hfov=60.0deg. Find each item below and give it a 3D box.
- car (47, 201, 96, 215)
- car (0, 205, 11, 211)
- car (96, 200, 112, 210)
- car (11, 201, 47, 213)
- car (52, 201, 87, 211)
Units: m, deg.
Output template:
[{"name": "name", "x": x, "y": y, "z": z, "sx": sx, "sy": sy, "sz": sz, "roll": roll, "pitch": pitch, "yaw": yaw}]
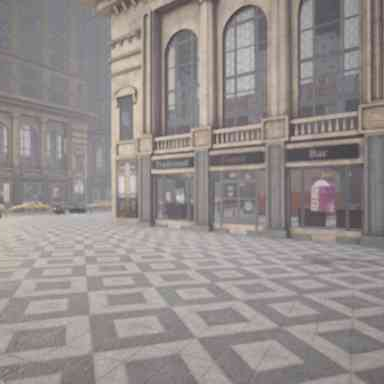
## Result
[{"name": "car", "x": -13.490, "y": 1.841, "z": 37.393, "sx": 1.947, "sy": 1.339, "sz": 4.313, "roll": -1, "pitch": -1, "yaw": 36}, {"name": "car", "x": -23.751, "y": 1.756, "z": 37.725, "sx": 1.752, "sy": 1.417, "sz": 4.829, "roll": -1, "pitch": -1, "yaw": 36}, {"name": "car", "x": -14.052, "y": 1.973, "z": 51.222, "sx": 1.752, "sy": 1.417, "sz": 4.829, "roll": -1, "pitch": -1, "yaw": 36}, {"name": "car", "x": -20.518, "y": 1.830, "z": 42.223, "sx": 1.752, "sy": 1.417, "sz": 4.829, "roll": -1, "pitch": -1, "yaw": 36}, {"name": "car", "x": -17.186, "y": 1.945, "z": 46.860, "sx": 1.947, "sy": 1.339, "sz": 4.313, "roll": -1, "pitch": -1, "yaw": 36}]
